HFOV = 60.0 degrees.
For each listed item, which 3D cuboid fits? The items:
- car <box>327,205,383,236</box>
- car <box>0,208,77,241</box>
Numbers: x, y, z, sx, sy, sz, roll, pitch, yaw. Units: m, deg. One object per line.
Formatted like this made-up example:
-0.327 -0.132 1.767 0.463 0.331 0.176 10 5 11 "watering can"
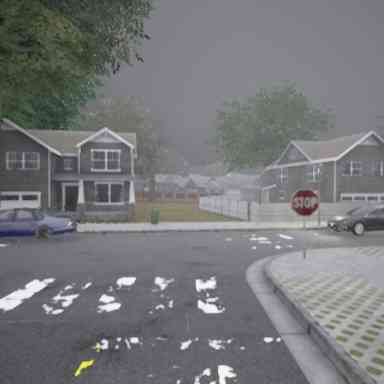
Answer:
9.873 1.514 18.326 4.892 1.490 1.837 0 0 -12 "car"
-8.130 1.460 15.261 5.357 1.411 2.033 0 0 -14 "car"
